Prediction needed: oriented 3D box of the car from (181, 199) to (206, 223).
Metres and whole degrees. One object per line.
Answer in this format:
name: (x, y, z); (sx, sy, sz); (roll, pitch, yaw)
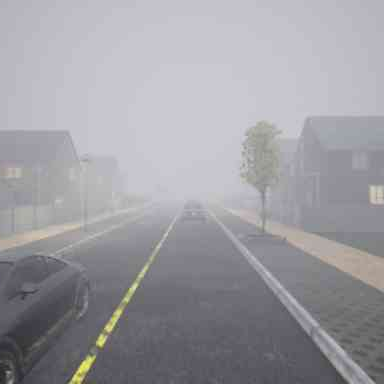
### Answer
car: (0.106, 1.549, 25.349); (2.033, 1.411, 5.357); (0, 0, 0)

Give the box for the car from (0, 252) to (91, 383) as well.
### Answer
car: (-2.844, 1.565, 4.449); (1.994, 1.385, 4.181); (0, 0, 0)
